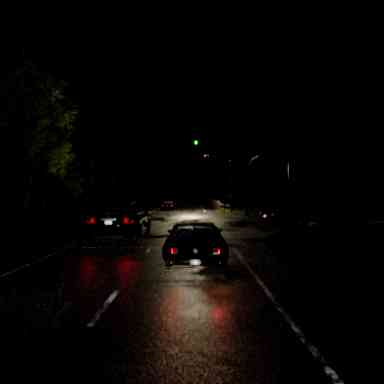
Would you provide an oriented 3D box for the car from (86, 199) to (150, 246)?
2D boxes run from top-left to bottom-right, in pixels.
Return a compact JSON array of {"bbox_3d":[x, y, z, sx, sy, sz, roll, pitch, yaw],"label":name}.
[{"bbox_3d":[-3.401,1.354,16.219,2.150,2.045,5.566,0,0,0],"label":"car"}]

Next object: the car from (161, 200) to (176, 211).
[{"bbox_3d":[-3.398,1.927,47.983,2.033,1.411,5.357,0,0,0],"label":"car"}]

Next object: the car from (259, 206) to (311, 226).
[{"bbox_3d":[7.231,1.809,25.808,4.181,1.385,1.994,1,-2,-29],"label":"car"}]

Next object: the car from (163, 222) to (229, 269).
[{"bbox_3d":[0.100,1.695,11.535,1.895,1.301,4.718,0,0,0],"label":"car"}]
